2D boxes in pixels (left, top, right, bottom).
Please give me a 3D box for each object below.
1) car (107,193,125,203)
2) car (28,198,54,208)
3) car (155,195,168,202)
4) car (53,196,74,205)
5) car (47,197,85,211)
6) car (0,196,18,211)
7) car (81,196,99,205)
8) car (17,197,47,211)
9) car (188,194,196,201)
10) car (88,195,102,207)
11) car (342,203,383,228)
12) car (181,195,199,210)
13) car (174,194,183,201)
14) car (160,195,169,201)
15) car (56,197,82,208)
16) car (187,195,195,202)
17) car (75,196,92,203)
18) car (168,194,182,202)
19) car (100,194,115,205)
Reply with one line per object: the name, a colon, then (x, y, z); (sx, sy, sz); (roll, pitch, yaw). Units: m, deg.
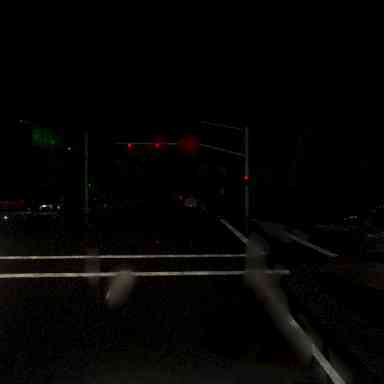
car: (-15.181, 1.225, 68.146); (2.150, 2.045, 5.566); (0, 0, 0)
car: (-22.227, 1.564, 49.040); (1.994, 1.385, 4.181); (0, 0, 0)
car: (-7.159, 1.537, 74.218); (2.033, 1.411, 5.357); (0, 0, 1)
car: (-22.219, 1.526, 57.782); (1.812, 1.442, 4.674); (0, 0, 0)
car: (-15.207, 1.491, 40.352); (2.128, 1.511, 4.902); (0, 0, 0)
car: (-22.207, 1.352, 40.409); (2.097, 1.767, 4.553); (0, 0, 0)
car: (-18.716, 1.505, 61.088); (1.837, 1.490, 4.892); (0, 0, 0)
car: (-18.745, 1.547, 40.902); (2.033, 1.411, 5.357); (0, 0, 0)
car: (0.031, 1.419, 84.414); (1.882, 1.535, 5.008); (0, 0, 1)
car: (-15.226, 1.564, 49.255); (1.994, 1.385, 4.181); (0, 0, 0)
car: (12.268, 1.505, 21.448); (4.892, 1.490, 1.837); (0, 0, 1)
car: (-0.116, 1.526, 43.216); (1.812, 1.442, 4.674); (0, 0, 0)
car: (-3.469, 1.296, 84.467); (2.097, 1.767, 4.553); (0, 0, 1)
car: (-6.967, 1.465, 84.580); (1.812, 1.442, 4.674); (0, 0, 1)
car: (-18.731, 1.547, 50.974); (2.033, 1.411, 5.357); (0, 0, 0)
car: (-0.159, 1.522, 74.234); (1.812, 1.442, 4.674); (0, 0, 1)
car: (-22.179, 1.594, 68.065); (1.895, 1.301, 4.718); (0, 0, 0)
car: (-3.656, 1.551, 74.638); (1.994, 1.385, 4.181); (0, 0, 1)
car: (-15.230, 1.564, 57.665); (1.994, 1.385, 4.181); (0, 0, 0)
